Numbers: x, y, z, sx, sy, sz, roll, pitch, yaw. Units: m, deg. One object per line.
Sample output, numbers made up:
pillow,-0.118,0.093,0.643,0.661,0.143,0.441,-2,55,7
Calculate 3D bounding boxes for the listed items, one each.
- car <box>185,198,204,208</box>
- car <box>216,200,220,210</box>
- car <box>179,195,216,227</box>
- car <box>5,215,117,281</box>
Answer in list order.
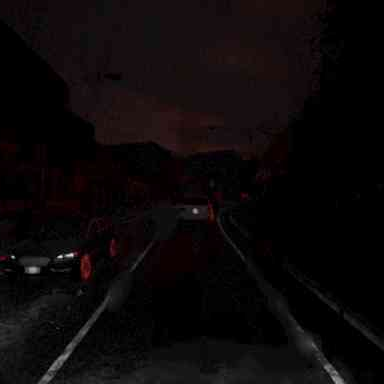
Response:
car,0.474,1.625,50.736,1.895,1.301,4.718,-1,0,14
car,2.343,1.513,41.439,2.033,1.411,5.357,-1,0,9
car,0.319,1.219,22.869,2.150,2.045,5.566,0,0,2
car,-3.577,1.494,9.932,2.128,1.511,4.902,0,0,0
